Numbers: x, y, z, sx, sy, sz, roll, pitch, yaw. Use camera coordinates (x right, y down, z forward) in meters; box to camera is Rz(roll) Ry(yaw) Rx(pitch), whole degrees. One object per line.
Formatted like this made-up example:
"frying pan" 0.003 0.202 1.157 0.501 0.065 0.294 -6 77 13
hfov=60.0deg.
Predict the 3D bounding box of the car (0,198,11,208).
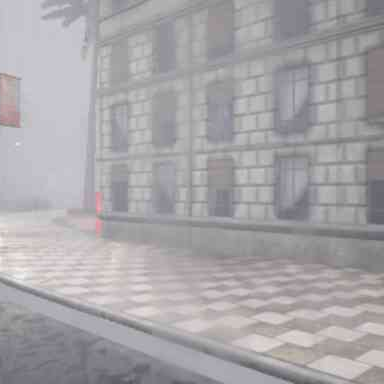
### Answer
"car" -25.481 1.484 48.119 2.128 1.511 4.902 0 0 25

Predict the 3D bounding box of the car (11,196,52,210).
"car" -20.290 1.344 42.874 2.097 1.767 4.553 0 0 21
